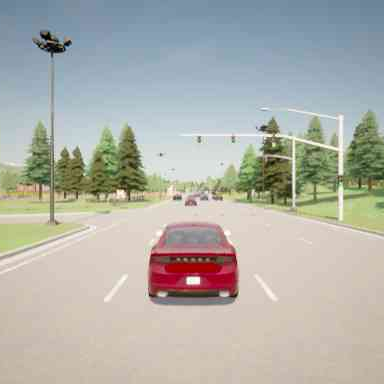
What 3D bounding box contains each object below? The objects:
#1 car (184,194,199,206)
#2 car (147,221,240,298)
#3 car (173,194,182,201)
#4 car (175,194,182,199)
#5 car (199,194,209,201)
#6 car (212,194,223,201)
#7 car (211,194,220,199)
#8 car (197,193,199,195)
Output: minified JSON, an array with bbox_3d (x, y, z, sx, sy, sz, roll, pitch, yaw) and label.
[{"bbox_3d":[-0.170,1.503,53.188,1.812,1.442,4.674,0,0,0],"label":"car"},{"bbox_3d":[0.036,1.474,8.586,1.882,1.535,5.008,0,0,0],"label":"car"},{"bbox_3d":[-3.768,1.434,83.790,1.882,1.535,5.008,0,0,0],"label":"car"},{"bbox_3d":[-3.802,1.271,94.210,1.882,1.535,5.008,0,0,0],"label":"car"},{"bbox_3d":[3.230,1.481,84.229,1.812,1.442,4.674,0,0,0],"label":"car"},{"bbox_3d":[6.732,1.482,83.824,2.128,1.511,4.902,0,0,0],"label":"car"},{"bbox_3d":[6.698,1.333,94.243,2.033,1.411,5.357,0,0,0],"label":"car"},{"bbox_3d":[3.198,1.318,94.232,2.128,1.511,4.902,0,0,0],"label":"car"}]
